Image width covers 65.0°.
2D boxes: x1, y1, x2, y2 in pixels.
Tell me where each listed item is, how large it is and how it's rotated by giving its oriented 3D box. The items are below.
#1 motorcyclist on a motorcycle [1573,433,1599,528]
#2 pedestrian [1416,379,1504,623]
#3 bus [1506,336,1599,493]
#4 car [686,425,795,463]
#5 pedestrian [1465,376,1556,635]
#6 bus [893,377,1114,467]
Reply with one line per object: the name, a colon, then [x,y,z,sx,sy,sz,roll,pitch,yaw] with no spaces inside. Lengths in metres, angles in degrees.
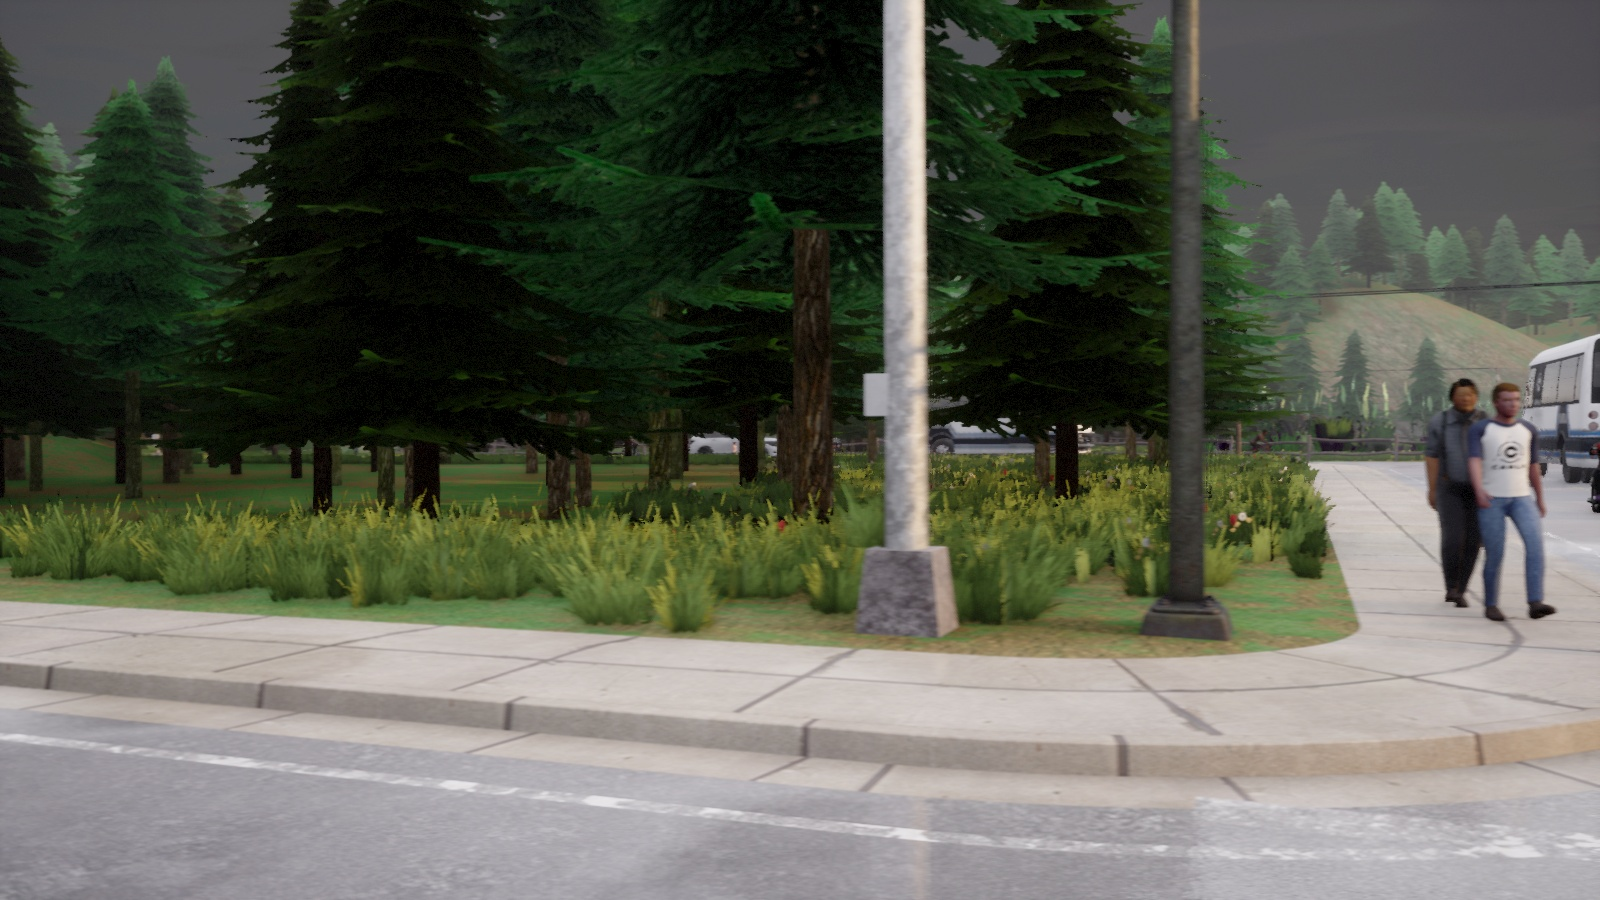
motorcyclist on a motorcycle: [14.645,0.517,22.657,0.766,1.649,2.350,0,1,22]
pedestrian: [5.203,0.380,9.930,0.540,1.848,0.694,0,1,22]
bus: [24.610,-1.005,38.352,3.944,4.253,10.273,0,1,22]
car: [-3.246,-0.336,68.700,5.566,2.045,2.150,0,1,23]
pedestrian: [5.224,0.389,9.262,0.354,1.836,0.706,0,1,10]
bus: [10.182,-1.363,63.039,10.273,4.253,3.944,0,1,24]
